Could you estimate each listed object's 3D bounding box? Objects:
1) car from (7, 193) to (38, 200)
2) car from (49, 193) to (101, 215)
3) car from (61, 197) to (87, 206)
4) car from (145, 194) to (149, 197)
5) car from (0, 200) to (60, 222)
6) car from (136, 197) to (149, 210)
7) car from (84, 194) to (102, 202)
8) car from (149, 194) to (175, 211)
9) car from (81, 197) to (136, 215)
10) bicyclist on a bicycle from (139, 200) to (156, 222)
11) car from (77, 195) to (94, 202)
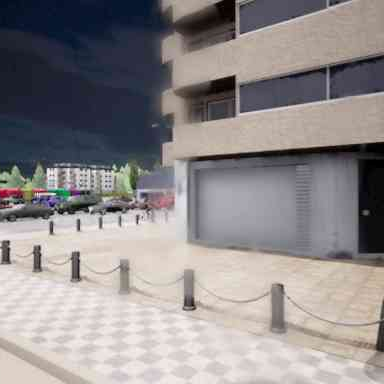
[{"bbox_3d":[-34.593,1.379,68.139,1.932,1.855,4.605,0,0,35],"label":"car"},{"bbox_3d":[-12.215,1.355,36.441,2.150,2.045,5.566,0,0,35],"label":"car"},{"bbox_3d":[-20.730,1.578,58.476,1.970,1.475,3.806,0,0,35],"label":"car"},{"bbox_3d":[-8.454,1.332,71.193,1.905,1.878,3.866,0,0,35],"label":"car"},{"bbox_3d":[-13.906,1.650,27.884,1.812,1.442,4.674,0,0,35],"label":"car"},{"bbox_3d":[-6.477,1.697,44.615,1.994,1.385,4.181,0,0,35],"label":"car"},{"bbox_3d":[-24.514,1.381,82.470,1.905,1.878,3.866,0,0,35],"label":"car"},{"bbox_3d":[-2.619,1.346,44.029,2.150,2.045,5.566,0,0,35],"label":"car"},{"bbox_3d":[-8.749,1.616,35.286,2.128,1.511,4.902,0,0,35],"label":"car"},{"bbox_3d":[-3.224,1.398,24.028,1.656,1.620,0.582,-1,0,35],"label":"bicyclist on a bicycle"},{"bbox_3d":[-26.874,1.628,84.147,1.970,1.475,3.806,0,0,35],"label":"car"}]
